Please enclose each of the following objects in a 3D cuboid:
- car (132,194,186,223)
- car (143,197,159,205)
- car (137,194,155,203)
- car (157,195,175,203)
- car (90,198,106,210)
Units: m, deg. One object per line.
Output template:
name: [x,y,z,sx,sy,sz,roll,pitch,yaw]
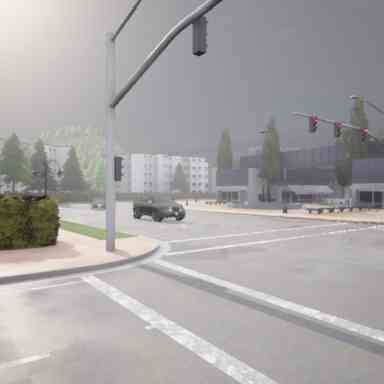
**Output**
car: [-2.769,1.219,26.450,2.150,2.045,5.566,0,0,-36]
car: [-7.228,1.547,59.070,2.033,1.411,5.357,0,0,3]
car: [-9.329,1.352,68.065,2.097,1.767,4.553,0,0,15]
car: [-5.314,1.477,69.534,1.882,1.535,5.008,0,0,20]
car: [-11.823,1.491,42.162,2.128,1.511,4.902,0,0,-18]
